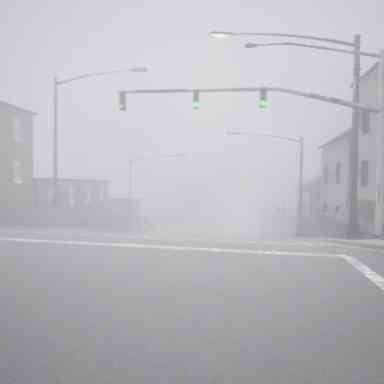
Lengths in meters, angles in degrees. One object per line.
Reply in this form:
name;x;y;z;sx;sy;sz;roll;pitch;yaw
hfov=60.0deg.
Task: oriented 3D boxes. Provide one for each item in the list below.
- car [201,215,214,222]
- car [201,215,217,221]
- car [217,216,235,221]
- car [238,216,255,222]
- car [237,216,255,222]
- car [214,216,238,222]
car;4.731;7.273;91.203;2.038;1.542;4.974;0;2;-37
car;4.702;7.114;91.240;1.853;1.218;4.536;0;2;-37
car;9.323;7.187;90.459;4.536;1.218;1.853;0;2;-27
car;14.698;7.412;90.316;4.974;1.542;2.038;2;2;38
car;14.659;7.253;90.344;4.536;1.218;1.853;2;2;38
car;9.275;7.345;90.440;4.974;1.542;2.038;0;2;-27
